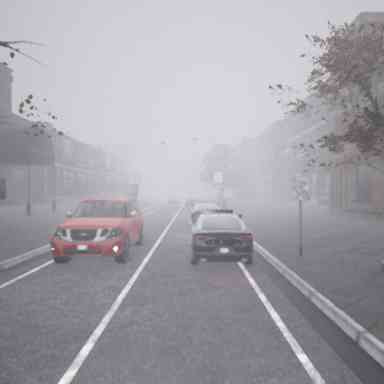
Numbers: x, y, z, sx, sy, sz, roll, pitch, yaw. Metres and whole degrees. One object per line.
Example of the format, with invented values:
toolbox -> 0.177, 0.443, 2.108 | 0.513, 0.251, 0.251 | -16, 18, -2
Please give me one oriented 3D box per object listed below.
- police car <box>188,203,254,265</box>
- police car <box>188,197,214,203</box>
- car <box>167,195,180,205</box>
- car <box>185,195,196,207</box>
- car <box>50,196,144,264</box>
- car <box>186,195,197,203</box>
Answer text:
police car -> 0.897, 1.406, 11.790 | 1.930, 1.638, 5.238 | 0, 0, 0
police car -> 0.894, 1.390, 21.790 | 1.930, 1.638, 5.238 | 0, 0, 0
car -> -3.078, 1.310, 55.383 | 1.882, 1.535, 5.008 | 0, 0, 0
car -> -0.008, 1.386, 48.822 | 1.837, 1.490, 4.892 | 0, 0, 0
car -> -3.103, 1.202, 12.149 | 2.150, 2.045, 5.566 | 0, 0, 0
car -> -0.016, 1.302, 63.348 | 2.033, 1.411, 5.357 | 0, 1, 0
